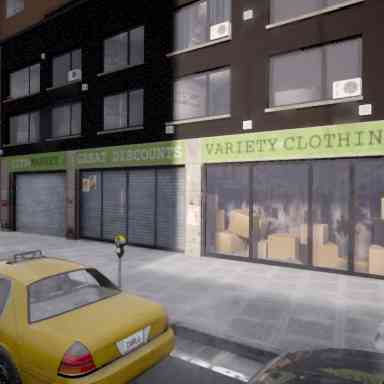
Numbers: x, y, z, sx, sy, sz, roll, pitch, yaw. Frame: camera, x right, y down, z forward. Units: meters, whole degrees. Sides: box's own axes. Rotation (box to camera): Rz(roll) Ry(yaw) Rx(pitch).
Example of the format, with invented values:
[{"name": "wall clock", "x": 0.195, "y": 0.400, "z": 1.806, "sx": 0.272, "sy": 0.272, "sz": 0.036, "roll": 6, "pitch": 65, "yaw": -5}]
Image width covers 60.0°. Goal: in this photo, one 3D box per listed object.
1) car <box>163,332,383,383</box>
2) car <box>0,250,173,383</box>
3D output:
[{"name": "car", "x": 2.229, "y": 1.551, "z": 1.534, "sx": 4.403, "sy": 1.369, "sz": 2.008, "roll": 0, "pitch": 1, "yaw": 35}, {"name": "car", "x": -2.510, "y": 1.524, "z": 4.801, "sx": 4.829, "sy": 1.417, "sz": 1.752, "roll": 0, "pitch": 1, "yaw": 35}]
